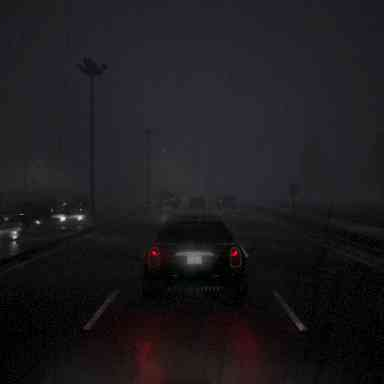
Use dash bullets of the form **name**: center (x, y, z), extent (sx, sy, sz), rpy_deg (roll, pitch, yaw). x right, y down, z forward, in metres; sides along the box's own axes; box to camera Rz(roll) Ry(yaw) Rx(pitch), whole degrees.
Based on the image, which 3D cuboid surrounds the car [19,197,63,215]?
- **car**: center (-14.521, 1.285, 32.306), extent (1.882, 1.535, 5.008), rpy_deg (0, 0, 1)

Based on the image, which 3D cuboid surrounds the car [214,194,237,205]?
- **car**: center (4.109, 1.118, 39.902), extent (2.097, 1.767, 4.553), rpy_deg (0, 0, 1)

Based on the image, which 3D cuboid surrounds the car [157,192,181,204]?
- **car**: center (-2.900, 0.990, 39.551), extent (2.150, 2.045, 5.566), rpy_deg (0, 0, 1)

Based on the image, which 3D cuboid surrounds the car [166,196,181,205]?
- **car**: center (-2.725, 1.266, 50.829), extent (1.994, 1.385, 4.181), rpy_deg (0, 0, 1)

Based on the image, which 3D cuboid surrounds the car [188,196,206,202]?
- **car**: center (0.611, 1.258, 40.042), extent (2.128, 1.511, 4.902), rpy_deg (0, 0, 1)

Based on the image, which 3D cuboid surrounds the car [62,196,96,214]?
- **car**: center (-11.014, 1.158, 32.720), extent (2.097, 1.767, 4.553), rpy_deg (0, 0, 1)

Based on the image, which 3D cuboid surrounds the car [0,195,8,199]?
- **car**: center (-14.692, 1.089, 21.960), extent (2.150, 2.045, 5.566), rpy_deg (0, 0, 1)

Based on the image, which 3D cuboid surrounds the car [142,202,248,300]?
- **car**: center (0.087, 1.302, 8.446), extent (2.097, 1.767, 4.553), rpy_deg (0, 0, 1)

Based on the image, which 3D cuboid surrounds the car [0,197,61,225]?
- **car**: center (-11.181, 1.356, 22.585), extent (2.128, 1.511, 4.902), rpy_deg (0, 0, 1)

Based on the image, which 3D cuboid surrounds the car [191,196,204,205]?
- **car**: center (0.789, 1.302, 51.182), extent (1.895, 1.301, 4.718), rpy_deg (0, 0, 1)

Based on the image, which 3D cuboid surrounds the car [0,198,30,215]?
- **car**: center (-18.014, 1.329, 32.806), extent (1.812, 1.442, 4.674), rpy_deg (0, 0, 1)
